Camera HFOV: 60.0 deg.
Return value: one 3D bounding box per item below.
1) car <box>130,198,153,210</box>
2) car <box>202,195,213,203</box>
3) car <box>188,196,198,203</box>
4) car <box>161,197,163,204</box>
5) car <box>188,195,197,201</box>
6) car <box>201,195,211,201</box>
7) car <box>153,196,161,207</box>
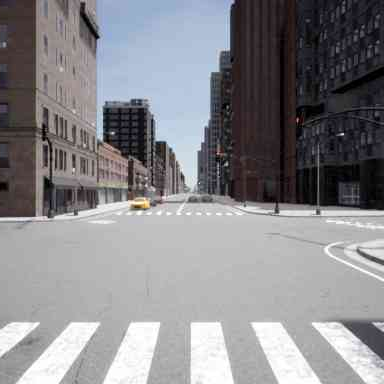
[{"bbox_3d":[-6.530,1.483,42.173,1.882,1.535,5.008,0,0,0],"label":"car"},{"bbox_3d":[3.364,1.527,70.943,2.128,1.511,4.902,0,0,0],"label":"car"},{"bbox_3d":[0.139,1.521,71.795,2.128,1.511,4.902,0,0,0],"label":"car"},{"bbox_3d":[-6.464,1.484,61.844,1.882,1.535,5.008,0,0,0],"label":"car"},{"bbox_3d":[0.132,1.551,82.108,1.994,1.385,4.181,0,0,0],"label":"car"},{"bbox_3d":[3.380,1.494,81.363,2.128,1.511,4.902,0,0,0],"label":"car"},{"bbox_3d":[-6.501,1.570,51.423,1.994,1.385,4.181,0,0,1],"label":"car"}]
